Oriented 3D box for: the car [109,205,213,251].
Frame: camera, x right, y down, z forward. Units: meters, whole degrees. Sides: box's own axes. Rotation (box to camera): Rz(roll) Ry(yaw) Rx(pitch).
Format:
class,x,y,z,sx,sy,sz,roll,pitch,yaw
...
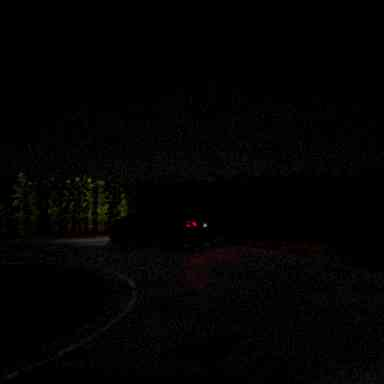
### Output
class,x,y,z,sx,sy,sz,roll,pitch,yaw
car,-1.639,1.665,16.608,5.566,2.045,2.150,-1,-3,34
